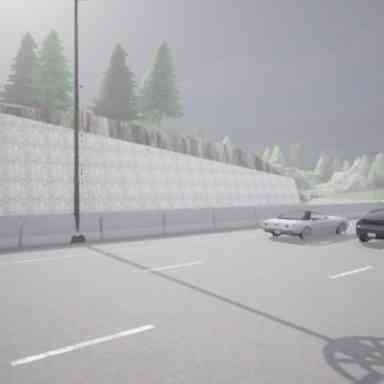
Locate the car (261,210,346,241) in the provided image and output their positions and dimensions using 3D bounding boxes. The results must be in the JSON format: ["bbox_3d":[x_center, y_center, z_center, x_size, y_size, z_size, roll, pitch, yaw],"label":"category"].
[{"bbox_3d":[5.708,1.539,16.433,4.718,1.301,1.895,0,0,-35],"label":"car"}]

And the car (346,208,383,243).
[{"bbox_3d":[9.060,1.436,14.525,4.892,1.490,1.837,0,0,-35],"label":"car"}]
